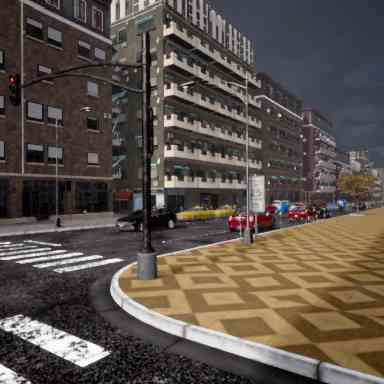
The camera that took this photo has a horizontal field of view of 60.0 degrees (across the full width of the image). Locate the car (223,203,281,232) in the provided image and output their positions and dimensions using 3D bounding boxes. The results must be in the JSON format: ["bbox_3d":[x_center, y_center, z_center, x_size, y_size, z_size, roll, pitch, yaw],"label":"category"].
[{"bbox_3d":[4.093,1.751,22.219,1.967,1.590,4.097,-2,-2,35],"label":"car"}]

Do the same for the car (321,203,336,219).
[{"bbox_3d":[13.786,2.141,36.120,1.947,1.339,4.313,-2,-2,35],"label":"car"}]

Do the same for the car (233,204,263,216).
[{"bbox_3d":[6.963,2.222,40.870,1.947,1.339,4.313,-2,-2,35],"label":"car"}]

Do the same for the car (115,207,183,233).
[{"bbox_3d":[-2.950,1.804,22.164,1.837,1.490,4.892,-1,0,35],"label":"car"}]

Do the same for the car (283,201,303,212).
[{"bbox_3d":[16.652,2.361,54.777,1.967,1.590,4.097,-2,-2,35],"label":"car"}]

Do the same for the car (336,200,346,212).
[{"bbox_3d":[23.425,2.468,54.417,2.033,1.411,5.357,-1,-1,36],"label":"car"}]

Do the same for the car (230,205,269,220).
[{"bbox_3d":[6.177,2.100,35.250,2.033,1.411,5.357,-1,-1,34],"label":"car"}]

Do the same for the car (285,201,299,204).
[{"bbox_3d":[15.697,2.342,48.737,1.812,1.442,4.674,-1,-1,35],"label":"car"}]

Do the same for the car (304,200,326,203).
[{"bbox_3d":[17.092,2.253,45.317,1.837,1.490,4.892,-1,-1,35],"label":"car"}]

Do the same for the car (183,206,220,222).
[{"bbox_3d":[0.404,2.002,31.462,1.752,1.417,4.829,-2,-2,35],"label":"car"}]

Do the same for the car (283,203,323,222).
[{"bbox_3d":[10.555,2.032,31.486,1.887,1.381,4.507,-2,-2,35],"label":"car"}]

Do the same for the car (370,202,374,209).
[{"bbox_3d":[36.397,2.745,68.563,2.008,1.369,4.403,-2,-2,35],"label":"car"}]

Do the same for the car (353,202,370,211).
[{"bbox_3d":[29.937,2.583,59.293,1.947,1.339,4.313,-2,-2,35],"label":"car"}]

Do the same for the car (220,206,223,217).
[{"bbox_3d":[3.635,2.091,36.096,1.752,1.417,4.829,-2,-2,35],"label":"car"}]

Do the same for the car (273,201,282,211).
[{"bbox_3d":[10.192,2.289,45.505,1.887,1.381,4.507,-2,-2,35],"label":"car"}]

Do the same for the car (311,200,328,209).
[{"bbox_3d":[26.342,2.501,68.685,2.192,1.841,5.009,-2,-2,35],"label":"car"}]

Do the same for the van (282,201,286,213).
[{"bbox_3d":[13.421,2.174,50.145,1.690,1.788,3.998,-2,-2,35],"label":"van"}]

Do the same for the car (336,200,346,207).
[{"bbox_3d":[39.166,2.883,87.162,1.690,1.788,3.998,-2,-2,35],"label":"car"}]

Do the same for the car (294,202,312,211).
[{"bbox_3d":[19.884,2.554,59.409,1.887,1.381,4.507,-2,-2,35],"label":"car"}]
